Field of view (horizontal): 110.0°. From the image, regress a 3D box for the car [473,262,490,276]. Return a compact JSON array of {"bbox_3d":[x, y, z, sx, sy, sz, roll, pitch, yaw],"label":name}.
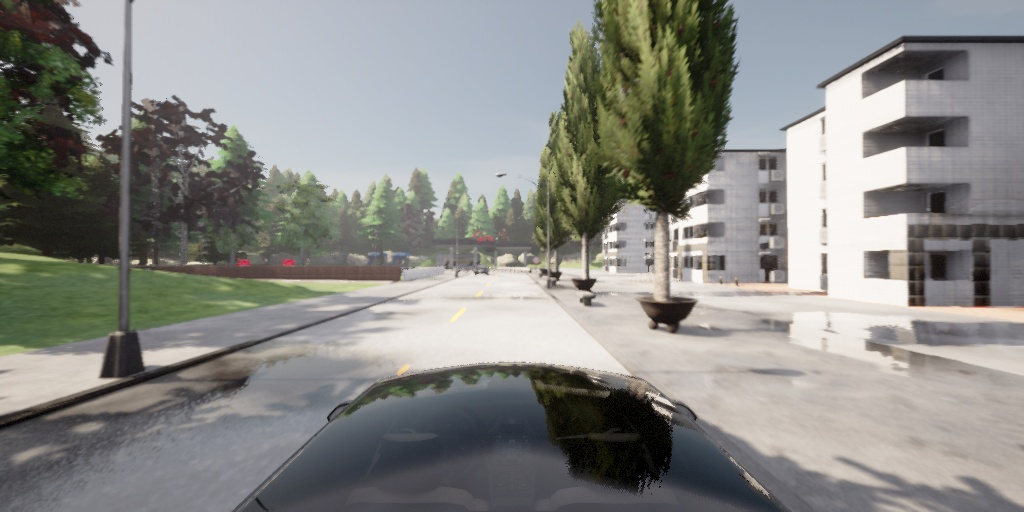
[{"bbox_3d":[-4.014,1.850,48.105,2.128,1.511,4.902,0,-1,0],"label":"car"}]
